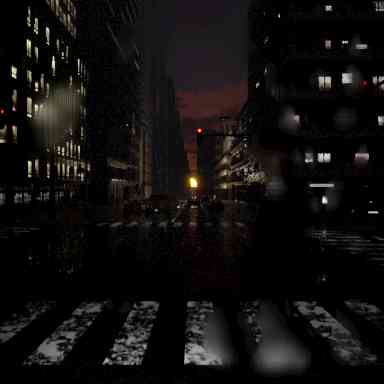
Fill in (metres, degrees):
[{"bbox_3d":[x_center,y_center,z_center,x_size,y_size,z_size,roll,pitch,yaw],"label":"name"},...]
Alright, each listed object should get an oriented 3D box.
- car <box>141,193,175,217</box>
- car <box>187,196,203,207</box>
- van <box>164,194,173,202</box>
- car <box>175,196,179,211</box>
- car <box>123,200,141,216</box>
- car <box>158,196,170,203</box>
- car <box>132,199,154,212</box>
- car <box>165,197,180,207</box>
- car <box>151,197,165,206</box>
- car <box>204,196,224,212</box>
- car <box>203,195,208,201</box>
[{"bbox_3d":[-3.037,1.213,31.163,2.150,2.045,5.566,0,0,0],"label":"car"},{"bbox_3d":[0.205,1.478,49.982,2.128,1.511,4.902,0,0,0],"label":"car"},{"bbox_3d":[-5.537,1.323,78.270,1.690,1.788,3.998,-1,0,0],"label":"van"},{"bbox_3d":[-3.006,1.210,41.642,2.150,2.045,5.566,0,0,0],"label":"car"},{"bbox_3d":[-5.634,1.516,32.863,1.752,1.417,4.829,-1,0,0],"label":"car"},{"bbox_3d":[-5.559,1.529,66.960,1.887,1.381,4.507,-1,0,0],"label":"car"},{"bbox_3d":[-5.621,1.555,38.687,1.947,1.339,4.313,-1,0,0],"label":"car"},{"bbox_3d":[-2.976,1.534,52.186,2.033,1.411,5.357,0,0,0],"label":"car"},{"bbox_3d":[-5.584,1.531,55.651,1.887,1.381,4.507,-1,0,0],"label":"car"},{"bbox_3d":[2.759,1.540,38.669,2.008,1.369,4.403,-1,0,0],"label":"car"},{"bbox_3d":[2.832,1.423,72.597,1.967,1.590,4.097,-1,0,0],"label":"car"}]
